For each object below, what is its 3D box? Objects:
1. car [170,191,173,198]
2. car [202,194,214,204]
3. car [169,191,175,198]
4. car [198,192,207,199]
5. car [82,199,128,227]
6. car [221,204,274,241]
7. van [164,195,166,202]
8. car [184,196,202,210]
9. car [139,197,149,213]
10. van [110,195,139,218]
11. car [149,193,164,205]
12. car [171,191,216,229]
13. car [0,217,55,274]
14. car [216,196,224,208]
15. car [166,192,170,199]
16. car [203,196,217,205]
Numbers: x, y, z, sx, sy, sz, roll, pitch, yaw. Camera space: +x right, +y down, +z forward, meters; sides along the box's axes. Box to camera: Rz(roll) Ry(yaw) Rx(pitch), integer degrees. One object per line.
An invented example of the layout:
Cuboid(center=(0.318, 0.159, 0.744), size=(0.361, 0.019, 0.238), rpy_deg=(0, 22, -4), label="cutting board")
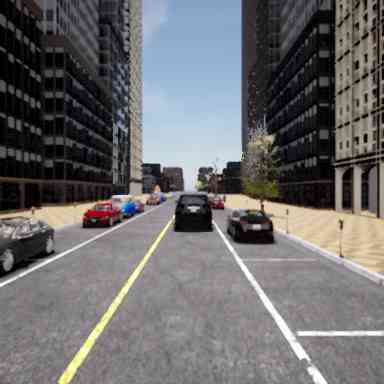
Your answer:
Cuboid(center=(-5.726, 0.948, 84.008), size=(1.752, 1.417, 4.829), rpy_deg=(0, 0, 0), label="car")
Cuboid(center=(2.667, 1.148, 55.878), size=(1.752, 1.417, 4.829), rpy_deg=(0, 0, 0), label="car")
Cuboid(center=(-5.731, 0.683, 95.456), size=(1.690, 1.788, 3.998), rpy_deg=(0, 0, 0), label="car")
Cuboid(center=(2.655, 0.862, 84.166), size=(1.967, 1.590, 4.097), rpy_deg=(0, 0, 0), label="car")
Cuboid(center=(-5.697, 1.403, 21.566), size=(1.887, 1.381, 4.507), rpy_deg=(0, 0, 0), label="car")
Cuboid(center=(2.686, 1.462, 15.866), size=(1.947, 1.339, 4.313), rpy_deg=(0, 0, 0), label="car")
Cuboid(center=(-5.712, 0.965, 55.718), size=(1.690, 1.788, 3.998), rpy_deg=(0, 0, 0), label="van")
Cuboid(center=(0.081, 1.286, 39.319), size=(2.033, 1.411, 5.357), rpy_deg=(0, 0, 0), label="car")
Cuboid(center=(-5.702, 1.364, 32.951), size=(1.802, 1.307, 4.206), rpy_deg=(0, 0, 0), label="car")
Cuboid(center=(-5.699, 1.162, 27.257), size=(1.690, 1.788, 3.998), rpy_deg=(0, 0, 0), label="van")
Cuboid(center=(-5.710, 1.104, 50.025), size=(1.967, 1.590, 4.097), rpy_deg=(0, 0, 0), label="car")
Cuboid(center=(0.091, 1.086, 20.683), size=(2.150, 2.045, 5.566), rpy_deg=(0, 0, 0), label="car")
Cuboid(center=(-5.692, 1.484, 10.182), size=(2.008, 1.369, 4.403), rpy_deg=(0, 0, 0), label="car")
Cuboid(center=(2.676, 1.183, 38.631), size=(1.967, 1.590, 4.097), rpy_deg=(0, 0, 0), label="car")
Cuboid(center=(-5.716, 1.150, 61.411), size=(1.947, 1.339, 4.313), rpy_deg=(0, 0, 0), label="car")
Cuboid(center=(2.670, 1.246, 50.016), size=(1.802, 1.307, 4.206), rpy_deg=(0, 0, 0), label="car")
